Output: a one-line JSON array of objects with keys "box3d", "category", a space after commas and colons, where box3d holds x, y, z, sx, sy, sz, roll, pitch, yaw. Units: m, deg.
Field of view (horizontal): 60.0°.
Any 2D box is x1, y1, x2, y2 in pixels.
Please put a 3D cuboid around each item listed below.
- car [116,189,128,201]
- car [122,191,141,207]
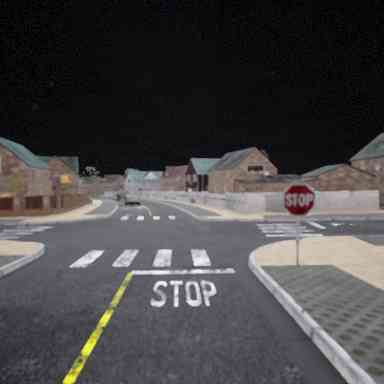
[{"box3d": [-12.737, 0.529, 61.684, 2.150, 2.045, 5.566, -1, 0, -19], "category": "car"}, {"box3d": [-7.616, 1.055, 42.812, 1.882, 1.535, 5.008, 0, 2, -13], "category": "car"}]
